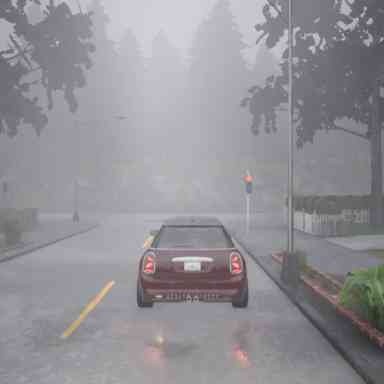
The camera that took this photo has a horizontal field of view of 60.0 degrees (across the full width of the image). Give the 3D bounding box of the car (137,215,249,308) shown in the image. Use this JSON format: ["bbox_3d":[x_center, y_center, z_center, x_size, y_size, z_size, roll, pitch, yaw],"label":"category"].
[{"bbox_3d":[0.021,1.351,8.082,2.097,1.767,4.553,0,0,0],"label":"car"}]
